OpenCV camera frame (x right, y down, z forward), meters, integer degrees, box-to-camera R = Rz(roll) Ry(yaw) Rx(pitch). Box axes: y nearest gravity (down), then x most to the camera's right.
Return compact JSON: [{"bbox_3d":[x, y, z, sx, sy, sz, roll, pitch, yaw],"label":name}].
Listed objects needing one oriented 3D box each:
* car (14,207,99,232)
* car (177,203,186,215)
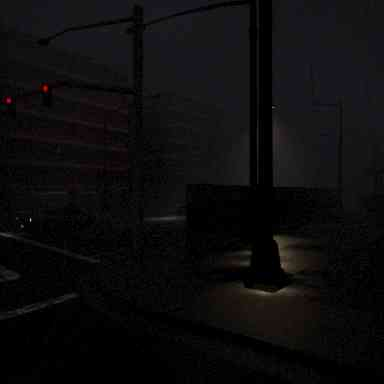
[{"bbox_3d":[-8.149,1.601,20.277,1.895,1.301,4.718,0,0,35],"label":"car"},{"bbox_3d":[0.490,1.491,32.589,2.128,1.511,4.902,0,0,35],"label":"car"}]
